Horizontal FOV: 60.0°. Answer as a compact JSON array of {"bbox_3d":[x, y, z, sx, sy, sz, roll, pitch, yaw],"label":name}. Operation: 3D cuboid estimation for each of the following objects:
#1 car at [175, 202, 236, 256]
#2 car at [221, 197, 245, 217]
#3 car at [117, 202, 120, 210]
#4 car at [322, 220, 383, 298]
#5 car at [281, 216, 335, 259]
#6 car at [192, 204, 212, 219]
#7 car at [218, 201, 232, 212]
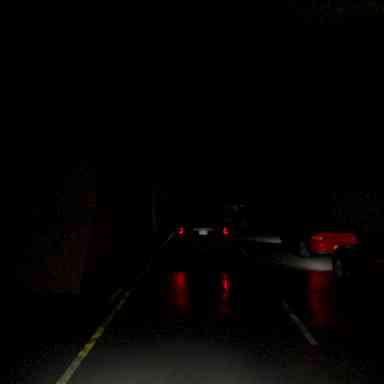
[{"bbox_3d":[0.463,1.494,13.963,2.097,1.767,4.553,0,-1,2],"label":"car"},{"bbox_3d":[4.435,1.606,35.955,2.150,2.045,5.566,0,0,3],"label":"car"},{"bbox_3d":[-9.336,1.943,46.002,2.033,1.411,5.357,0,-1,2],"label":"car"},{"bbox_3d":[4.723,1.608,7.268,1.837,1.490,4.892,0,-1,2],"label":"car"},{"bbox_3d":[4.891,1.689,13.265,1.812,1.442,4.674,0,-1,2],"label":"car"},{"bbox_3d":[1.039,1.952,34.814,1.895,1.301,4.718,0,-1,2],"label":"car"},{"bbox_3d":[4.720,2.033,48.296,1.812,1.442,4.674,0,0,2],"label":"car"}]
